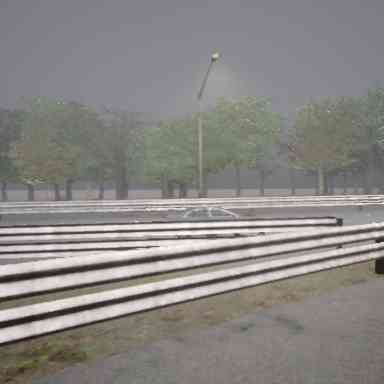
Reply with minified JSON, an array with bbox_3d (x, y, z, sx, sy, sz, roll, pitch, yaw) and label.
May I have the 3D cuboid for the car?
[{"bbox_3d":[0.983,1.394,15.396,4.902,1.511,2.128,-1,1,-7],"label":"car"}]
